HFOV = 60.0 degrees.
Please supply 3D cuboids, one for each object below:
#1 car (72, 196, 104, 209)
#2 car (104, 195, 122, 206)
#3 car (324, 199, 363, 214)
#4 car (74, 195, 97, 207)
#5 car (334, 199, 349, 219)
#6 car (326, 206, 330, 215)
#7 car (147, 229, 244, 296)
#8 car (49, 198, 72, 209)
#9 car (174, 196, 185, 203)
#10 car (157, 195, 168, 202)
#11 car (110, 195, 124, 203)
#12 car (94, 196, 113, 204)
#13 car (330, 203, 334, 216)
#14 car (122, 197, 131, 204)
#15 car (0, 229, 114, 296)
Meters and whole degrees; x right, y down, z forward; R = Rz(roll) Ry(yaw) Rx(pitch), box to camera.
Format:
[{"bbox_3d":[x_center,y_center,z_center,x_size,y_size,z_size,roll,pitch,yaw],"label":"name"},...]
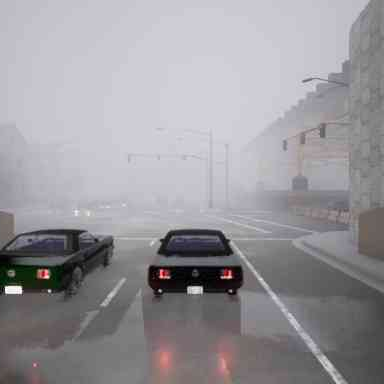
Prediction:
[{"bbox_3d":[-13.854,1.492,44.699,1.882,1.535,5.008,0,0,2],"label":"car"},{"bbox_3d":[-13.595,1.564,54.522,2.033,1.411,5.357,0,0,2],"label":"car"},{"bbox_3d":[14.093,1.305,30.785,4.536,1.218,1.853,0,0,-45],"label":"car"},{"bbox_3d":[-17.119,1.369,53.698,2.097,1.767,4.553,0,0,2],"label":"car"},{"bbox_3d":[13.980,1.303,26.099,1.853,1.218,4.536,0,0,-35],"label":"car"},{"bbox_3d":[14.057,1.462,30.748,4.974,1.542,2.038,0,0,-45],"label":"car"},{"bbox_3d":[0.081,1.604,8.638,1.895,1.301,4.718,0,0,0],"label":"car"},{"bbox_3d":[-17.359,1.505,44.497,2.128,1.511,4.902,0,0,2],"label":"car"},{"bbox_3d":[-2.627,1.586,69.298,1.994,1.385,4.181,0,0,1],"label":"car"},{"bbox_3d":[-6.125,1.389,69.387,1.994,1.385,4.181,0,0,1],"label":"car"},{"bbox_3d":[-16.517,1.501,73.726,1.882,1.535,5.008,0,0,1],"label":"car"},{"bbox_3d":[-16.826,1.567,63.277,2.033,1.411,5.357,0,0,2],"label":"car"},{"bbox_3d":[13.950,1.461,26.141,2.038,1.542,4.974,0,0,-35],"label":"car"},{"bbox_3d":[-13.276,1.621,64.826,1.895,1.301,4.718,0,0,2],"label":"car"},{"bbox_3d":[-3.419,1.604,8.645,1.895,1.301,4.718,0,0,0],"label":"car"}]
